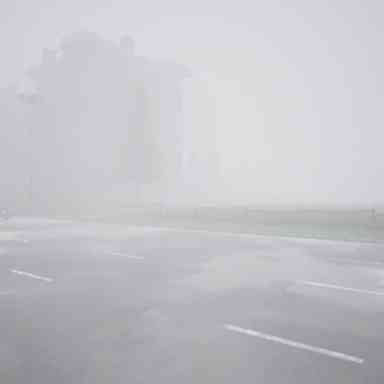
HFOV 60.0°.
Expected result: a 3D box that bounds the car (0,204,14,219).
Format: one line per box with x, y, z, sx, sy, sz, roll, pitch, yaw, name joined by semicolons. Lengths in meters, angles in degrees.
-17.968;1.744;29.704;5.357;1.411;2.033;0;0;36;car
